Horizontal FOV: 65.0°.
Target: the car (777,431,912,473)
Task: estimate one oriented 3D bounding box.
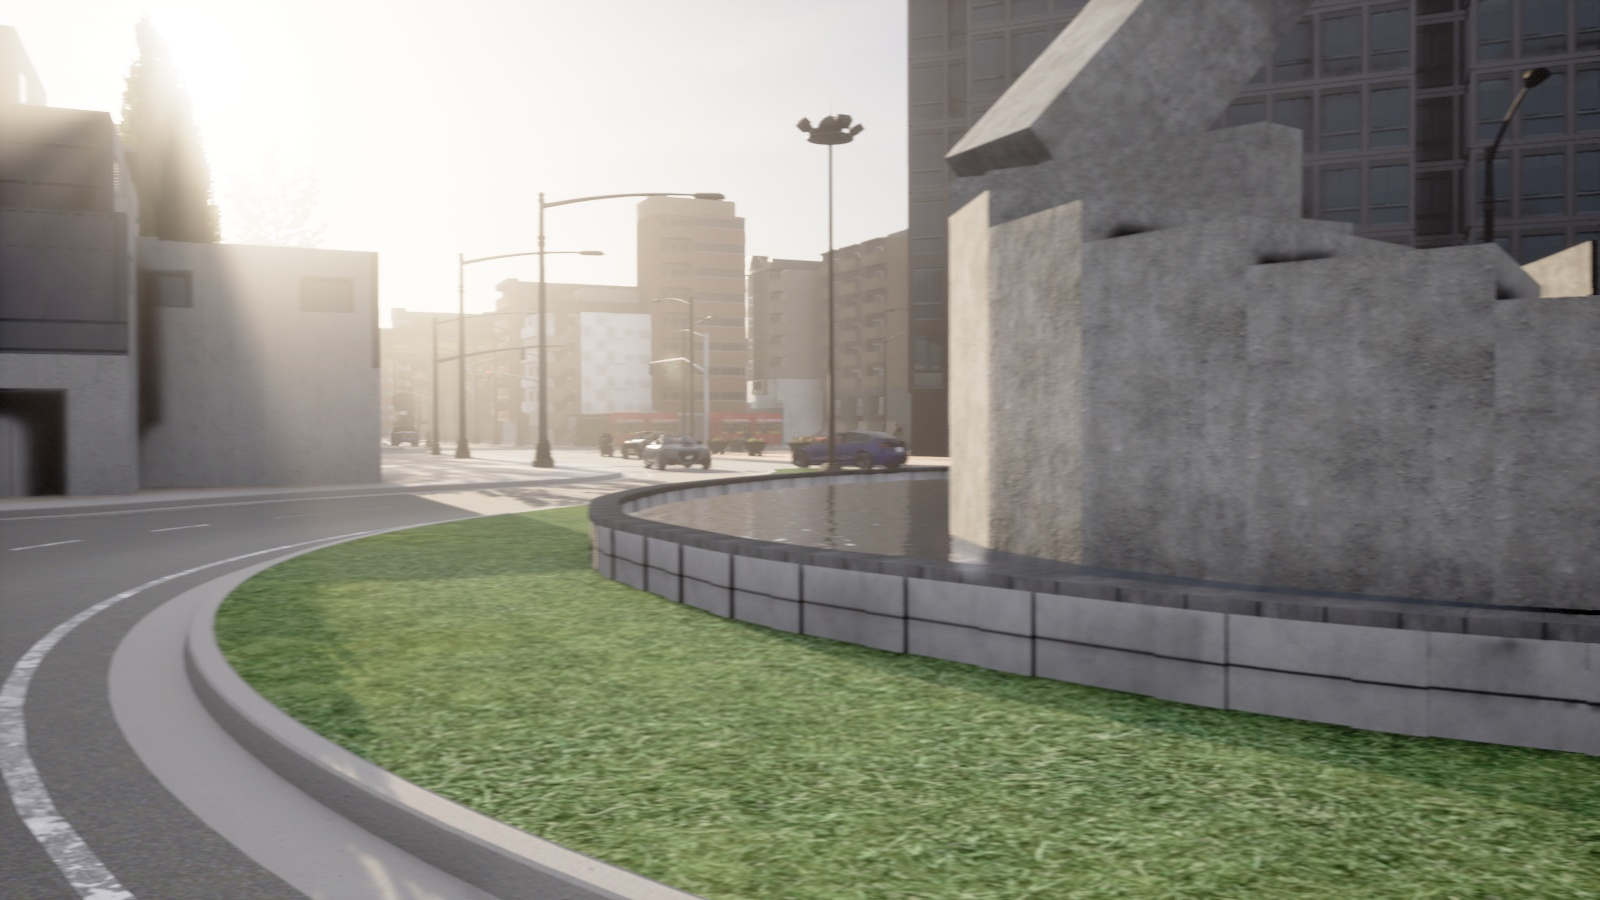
[{"bbox_3d":[1.626,0.028,47.456,4.792,1.488,2.163,1,1,40],"label":"car"}]

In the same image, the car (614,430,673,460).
[{"bbox_3d":[-8.126,-0.285,64.764,1.816,1.474,4.193,0,1,-25],"label":"car"}]

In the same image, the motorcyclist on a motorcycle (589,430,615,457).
[{"bbox_3d":[-11.271,-0.389,71.524,0.866,1.530,2.191,0,1,-25],"label":"motorcyclist on a motorcycle"}]

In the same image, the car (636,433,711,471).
[{"bbox_3d":[-4.975,0.046,48.822,1.994,1.385,4.181,0,1,-19],"label":"car"}]
